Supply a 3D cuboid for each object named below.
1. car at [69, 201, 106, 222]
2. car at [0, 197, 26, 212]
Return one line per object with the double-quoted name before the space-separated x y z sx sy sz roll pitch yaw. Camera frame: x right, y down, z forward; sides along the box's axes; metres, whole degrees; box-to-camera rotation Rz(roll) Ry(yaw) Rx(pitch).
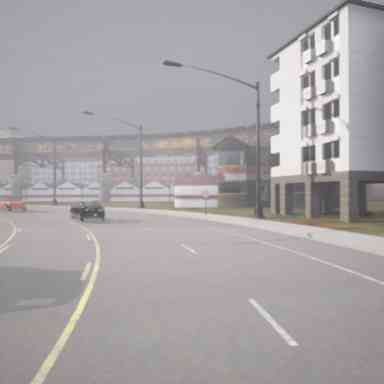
"car" -8.330 1.467 26.268 2.128 1.511 4.902 0 0 -33
"car" -21.504 1.376 38.906 4.553 1.767 2.097 0 0 33
